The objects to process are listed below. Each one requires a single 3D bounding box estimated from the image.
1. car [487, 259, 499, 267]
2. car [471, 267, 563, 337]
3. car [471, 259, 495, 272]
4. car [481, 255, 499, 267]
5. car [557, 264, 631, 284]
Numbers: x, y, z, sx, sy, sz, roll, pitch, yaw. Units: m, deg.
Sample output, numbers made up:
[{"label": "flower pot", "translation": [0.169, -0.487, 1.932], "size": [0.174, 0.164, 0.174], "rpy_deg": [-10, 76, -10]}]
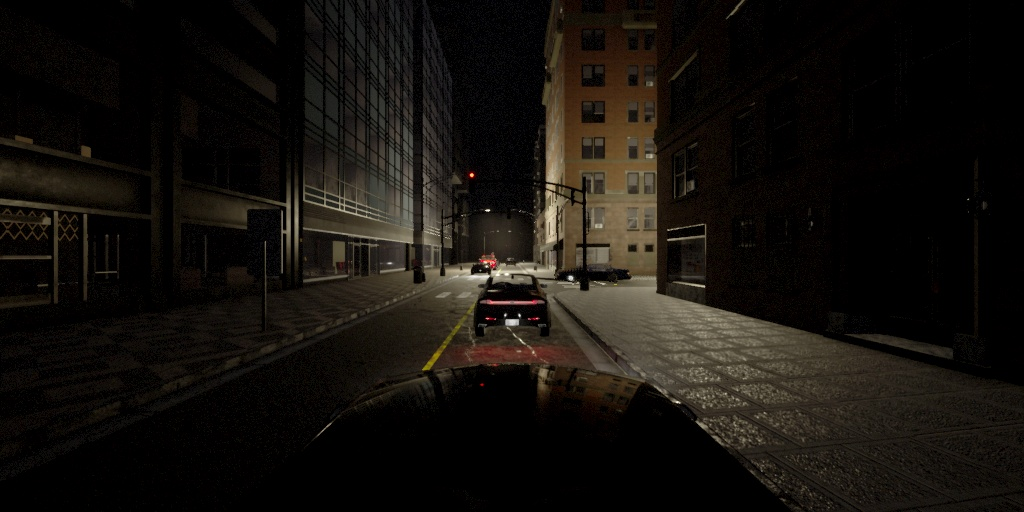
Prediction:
[{"label": "car", "translation": [-3.260, 1.231, 63.291], "size": [1.812, 1.442, 4.674], "rpy_deg": [0, 0, 1]}, {"label": "car", "translation": [0.016, 1.240, 10.286], "size": [2.128, 1.511, 4.902], "rpy_deg": [0, 0, 0]}, {"label": "car", "translation": [-3.211, 1.290, 38.158], "size": [1.994, 1.385, 4.181], "rpy_deg": [0, 0, 0]}, {"label": "car", "translation": [-3.235, 0.938, 48.455], "size": [2.150, 2.045, 5.566], "rpy_deg": [0, 0, 0]}, {"label": "car", "translation": [5.943, 1.267, 26.470], "size": [5.357, 1.411, 2.033], "rpy_deg": [0, 0, 5]}]
